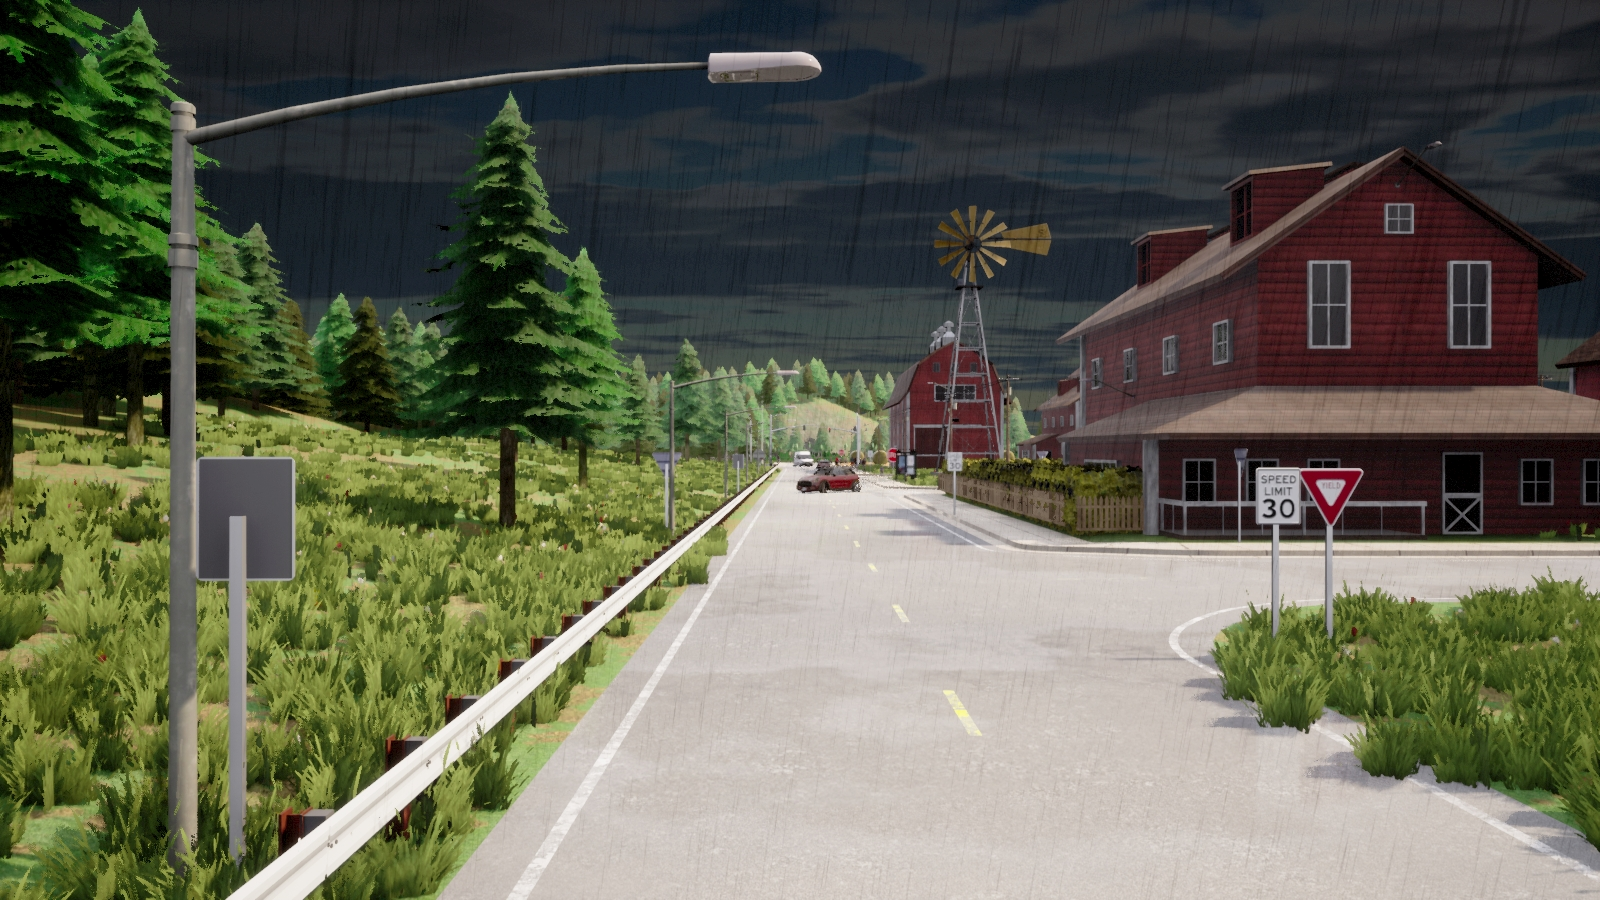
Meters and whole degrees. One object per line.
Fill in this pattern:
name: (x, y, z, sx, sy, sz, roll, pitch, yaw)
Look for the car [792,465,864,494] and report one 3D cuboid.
car: (1.839, 1.906, 74.418, 4.553, 1.767, 2.097, 0, 0, -45)
